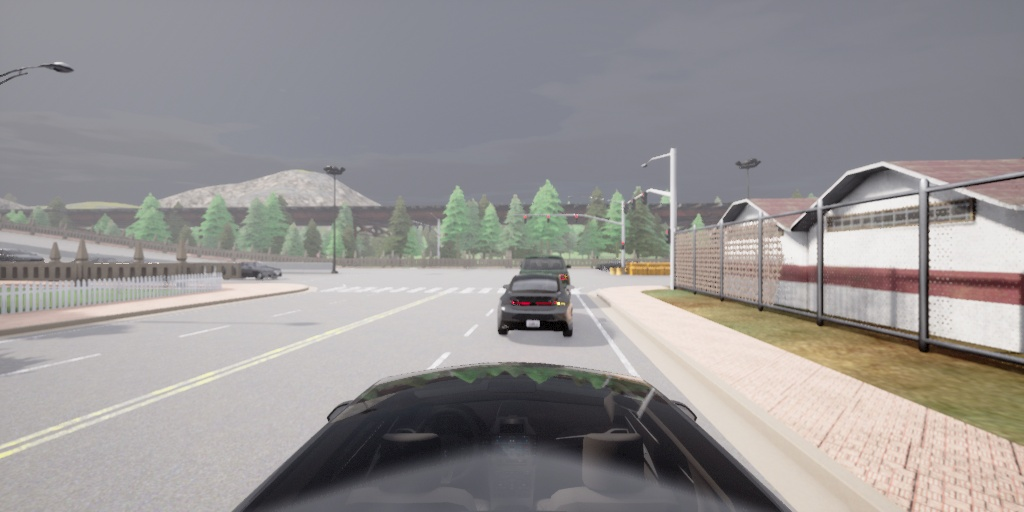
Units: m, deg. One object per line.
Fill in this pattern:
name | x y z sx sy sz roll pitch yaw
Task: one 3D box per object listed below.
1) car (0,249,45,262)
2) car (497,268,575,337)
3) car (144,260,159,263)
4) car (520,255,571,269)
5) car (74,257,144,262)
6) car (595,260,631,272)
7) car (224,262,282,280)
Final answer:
car | -49.355 0.090 35.607 4.892 1.490 1.837 5 0 5
car | 0.729 1.252 10.356 1.837 1.490 4.892 0 0 6
car | -35.394 1.090 34.509 5.357 1.411 2.033 2 0 5
car | 1.504 0.967 16.365 2.150 2.045 5.566 0 0 7
car | -35.301 0.910 30.991 4.553 1.767 2.097 2 0 4
car | 13.076 1.216 45.242 5.008 1.535 1.882 0 0 4
car | -21.879 1.224 29.996 4.902 1.511 2.128 0 0 5
